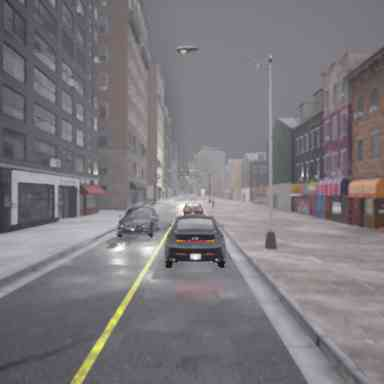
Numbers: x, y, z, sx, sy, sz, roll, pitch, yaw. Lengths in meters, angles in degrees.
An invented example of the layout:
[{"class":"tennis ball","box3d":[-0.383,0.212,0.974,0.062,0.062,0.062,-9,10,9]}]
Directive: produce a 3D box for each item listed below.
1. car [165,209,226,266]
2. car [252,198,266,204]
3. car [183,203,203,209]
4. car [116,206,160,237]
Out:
[{"class":"car","box3d":[0.101,1.551,11.654,1.837,1.490,4.892,0,0,0]},{"class":"car","box3d":[13.909,1.731,63.120,4.829,1.417,1.752,0,-1,0]},{"class":"car","box3d":[0.110,1.698,33.013,1.895,1.301,4.718,0,0,0]},{"class":"car","box3d":[-2.843,1.569,18.375,1.837,1.490,4.892,0,0,0]}]
